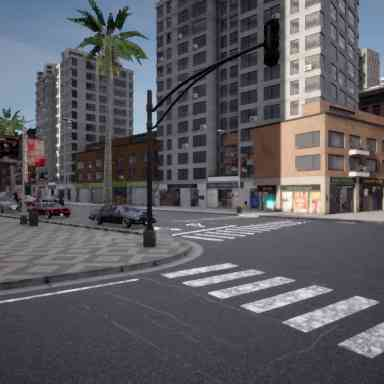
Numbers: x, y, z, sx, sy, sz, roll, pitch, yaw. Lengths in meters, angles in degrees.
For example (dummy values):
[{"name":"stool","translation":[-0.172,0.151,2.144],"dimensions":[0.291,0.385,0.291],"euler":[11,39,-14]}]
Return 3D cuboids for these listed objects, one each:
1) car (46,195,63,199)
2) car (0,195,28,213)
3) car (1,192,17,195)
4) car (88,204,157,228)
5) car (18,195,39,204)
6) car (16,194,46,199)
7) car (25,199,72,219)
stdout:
[{"name":"car","translation":[-21.203,1.185,50.405],"dimensions":[4.553,1.767,2.097],"euler":[0,0,45]},{"name":"car","translation":[-19.929,1.387,35.611],"dimensions":[4.902,1.511,2.128],"euler":[0,0,43]},{"name":"car","translation":[-30.287,0.992,54.726],"dimensions":[2.150,2.045,5.566],"euler":[0,0,-44]},{"name":"car","translation":[-4.816,1.524,22.386],"dimensions":[5.357,1.411,2.033],"euler":[0,0,40]},{"name":"car","translation":[-28.246,1.271,57.289],"dimensions":[1.837,1.490,4.892],"euler":[0,0,-44]},{"name":"car","translation":[-23.195,1.362,47.807],"dimensions":[4.674,1.442,1.812],"euler":[0,0,45]},{"name":"car","translation":[-12.384,1.538,28.836],"dimensions":[4.718,1.301,1.895],"euler":[0,0,41]}]
